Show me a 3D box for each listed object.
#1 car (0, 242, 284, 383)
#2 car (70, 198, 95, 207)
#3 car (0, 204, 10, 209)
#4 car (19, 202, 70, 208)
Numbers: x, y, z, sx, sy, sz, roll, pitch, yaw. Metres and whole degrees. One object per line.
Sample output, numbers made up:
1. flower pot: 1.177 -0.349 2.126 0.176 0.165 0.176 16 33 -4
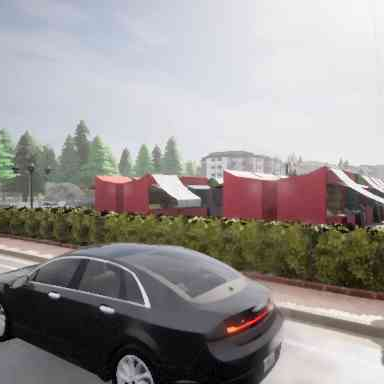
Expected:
1. car: -1.175 1.504 4.840 4.892 1.490 1.837 0 0 36
2. car: -13.855 1.547 42.478 2.128 1.511 4.902 0 0 36
3. car: -20.862 1.603 32.821 2.033 1.411 5.357 0 0 39
4. car: -15.516 1.656 34.248 1.895 1.301 4.718 0 0 36
